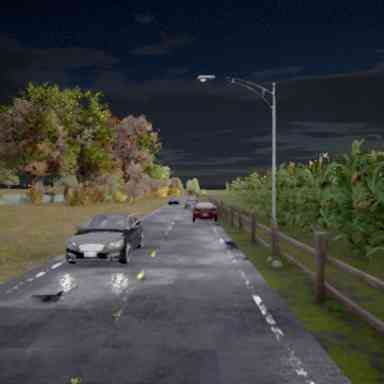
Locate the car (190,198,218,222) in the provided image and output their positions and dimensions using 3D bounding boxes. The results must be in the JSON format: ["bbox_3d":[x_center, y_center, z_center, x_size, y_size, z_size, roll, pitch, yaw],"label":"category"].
[{"bbox_3d":[0.947,1.475,26.197,1.882,1.535,5.008,0,0,0],"label":"car"}]

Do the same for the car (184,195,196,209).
[{"bbox_3d":[-0.015,1.492,45.412,2.128,1.511,4.902,0,0,0],"label":"car"}]

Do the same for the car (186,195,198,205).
[{"bbox_3d":[-0.030,1.355,57.918,2.097,1.767,4.553,0,0,0],"label":"car"}]

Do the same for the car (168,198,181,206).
[{"bbox_3d":[-2.838,1.603,53.508,1.895,1.301,4.718,0,0,1],"label":"car"}]

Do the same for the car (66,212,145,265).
[{"bbox_3d":[-2.857,1.490,11.819,2.128,1.511,4.902,0,0,0],"label":"car"}]
